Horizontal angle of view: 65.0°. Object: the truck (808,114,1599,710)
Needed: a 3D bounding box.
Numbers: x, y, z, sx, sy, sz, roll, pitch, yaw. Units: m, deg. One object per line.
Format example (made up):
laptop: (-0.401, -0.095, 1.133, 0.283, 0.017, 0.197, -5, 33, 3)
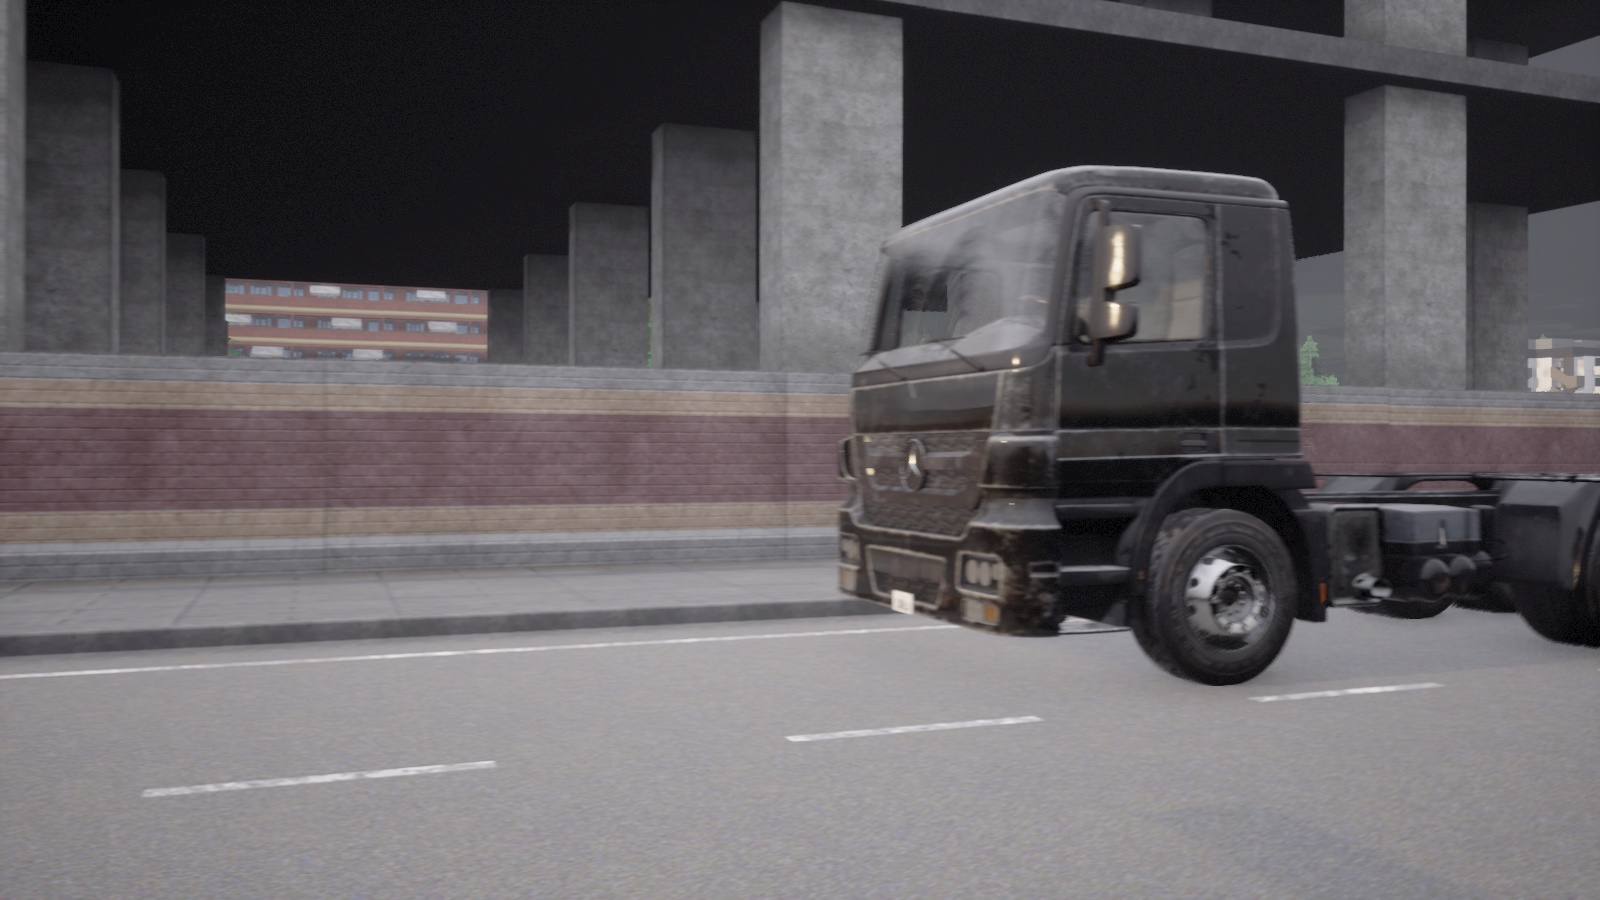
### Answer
truck: (4.291, -0.221, 10.056, 7.936, 3.462, 2.891, 0, 0, -21)
